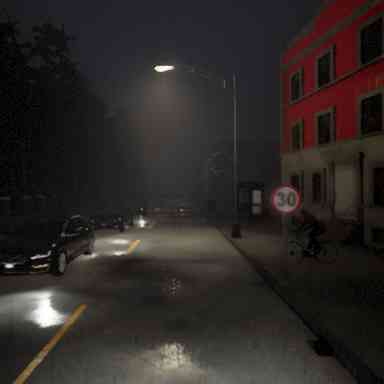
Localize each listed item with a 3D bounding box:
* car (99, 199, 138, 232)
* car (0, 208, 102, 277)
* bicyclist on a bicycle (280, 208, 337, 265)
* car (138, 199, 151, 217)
[{"bbox_3d":[-4.662,1.403,19.789,1.882,1.535,5.008,0,0,-2],"label":"car"},{"bbox_3d":[-4.372,1.478,10.256,1.837,1.490,4.892,0,0,-2],"label":"car"},{"bbox_3d":[3.328,1.278,9.472,1.656,1.620,0.582,0,0,-2],"label":"bicyclist on a bicycle"},{"bbox_3d":[-4.948,1.400,29.844,1.812,1.442,4.674,0,0,-2],"label":"car"}]
